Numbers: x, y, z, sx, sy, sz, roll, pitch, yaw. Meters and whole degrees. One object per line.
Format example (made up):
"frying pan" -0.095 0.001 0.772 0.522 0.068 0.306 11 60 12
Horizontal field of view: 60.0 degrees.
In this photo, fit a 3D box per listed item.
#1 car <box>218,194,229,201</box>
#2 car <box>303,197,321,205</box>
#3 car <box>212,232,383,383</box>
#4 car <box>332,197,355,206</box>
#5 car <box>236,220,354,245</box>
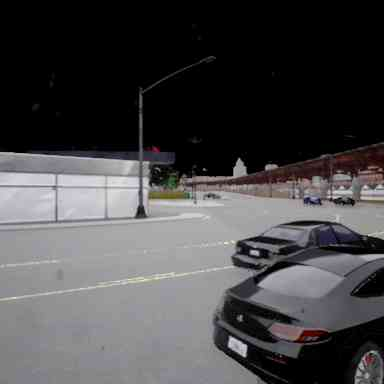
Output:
"car" 8.588 1.562 86.807 1.812 1.442 4.674 0 0 -3
"car" 20.638 1.549 57.209 1.812 1.442 4.674 0 0 -2
"car" 2.459 1.528 4.859 4.674 1.442 1.812 0 0 -31
"car" 24.284 1.526 53.453 1.837 1.490 4.892 0 0 -2
"car" 3.576 1.551 9.688 5.357 1.411 2.033 0 0 -36
